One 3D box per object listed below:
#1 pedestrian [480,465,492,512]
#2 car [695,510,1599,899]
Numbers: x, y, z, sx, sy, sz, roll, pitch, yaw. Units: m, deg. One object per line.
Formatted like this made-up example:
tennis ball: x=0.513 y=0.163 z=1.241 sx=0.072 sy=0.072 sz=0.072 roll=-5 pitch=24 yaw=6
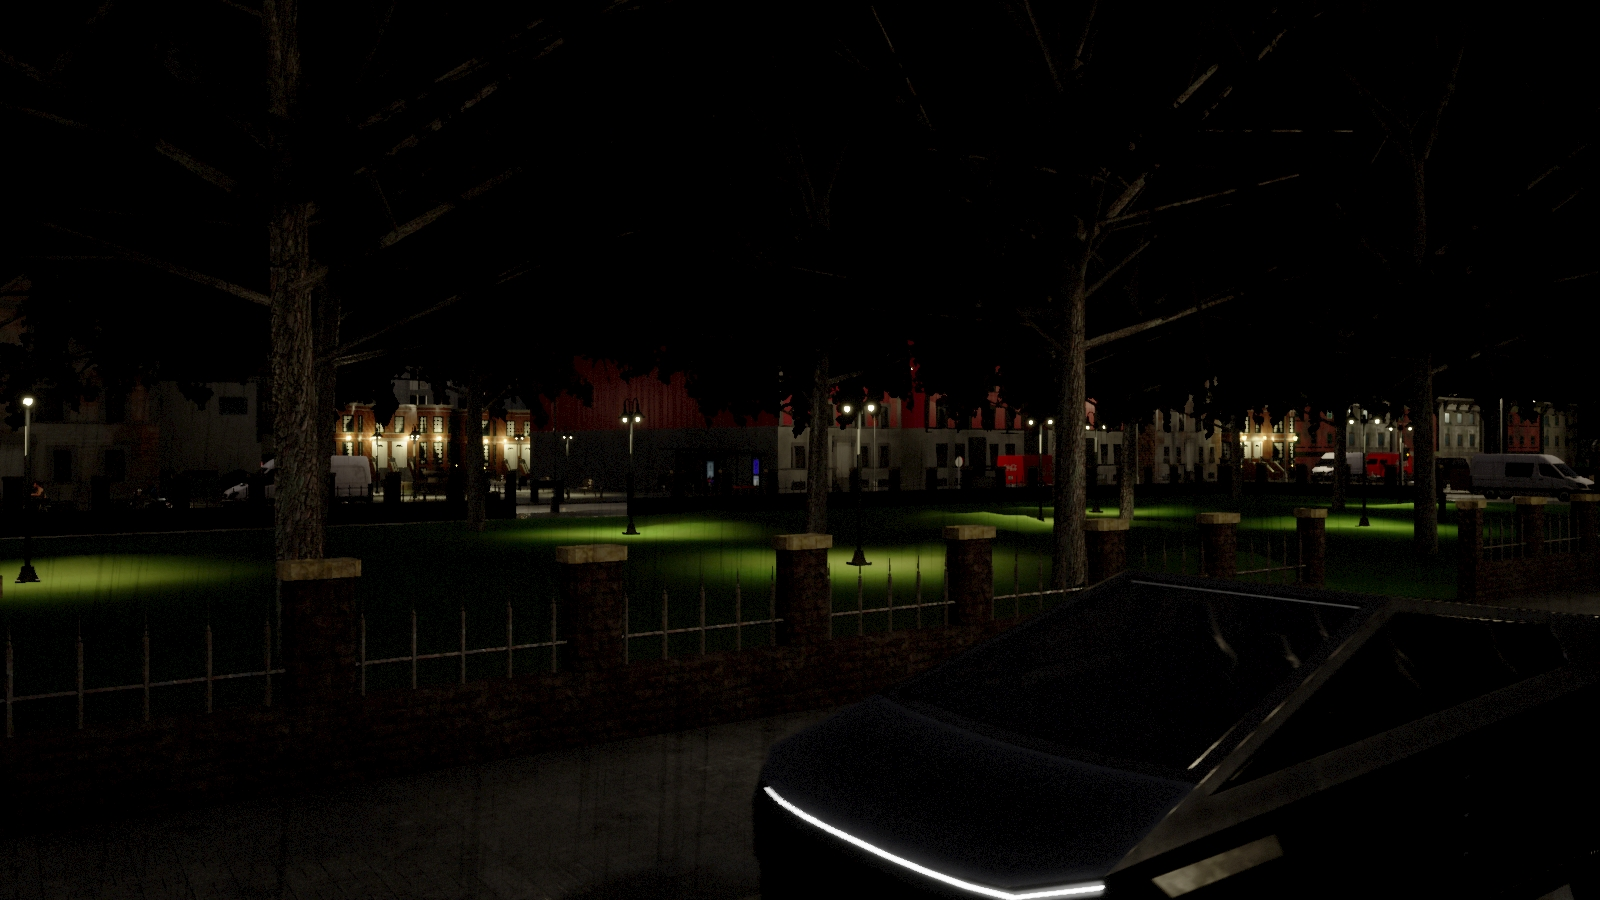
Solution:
pedestrian: x=-12.407 y=1.518 z=45.156 sx=0.375 sy=1.860 sz=0.375 roll=0 pitch=0 yaw=-35
car: x=2.751 y=1.531 z=6.348 sx=6.274 sy=2.098 sz=2.390 roll=0 pitch=0 yaw=-35
